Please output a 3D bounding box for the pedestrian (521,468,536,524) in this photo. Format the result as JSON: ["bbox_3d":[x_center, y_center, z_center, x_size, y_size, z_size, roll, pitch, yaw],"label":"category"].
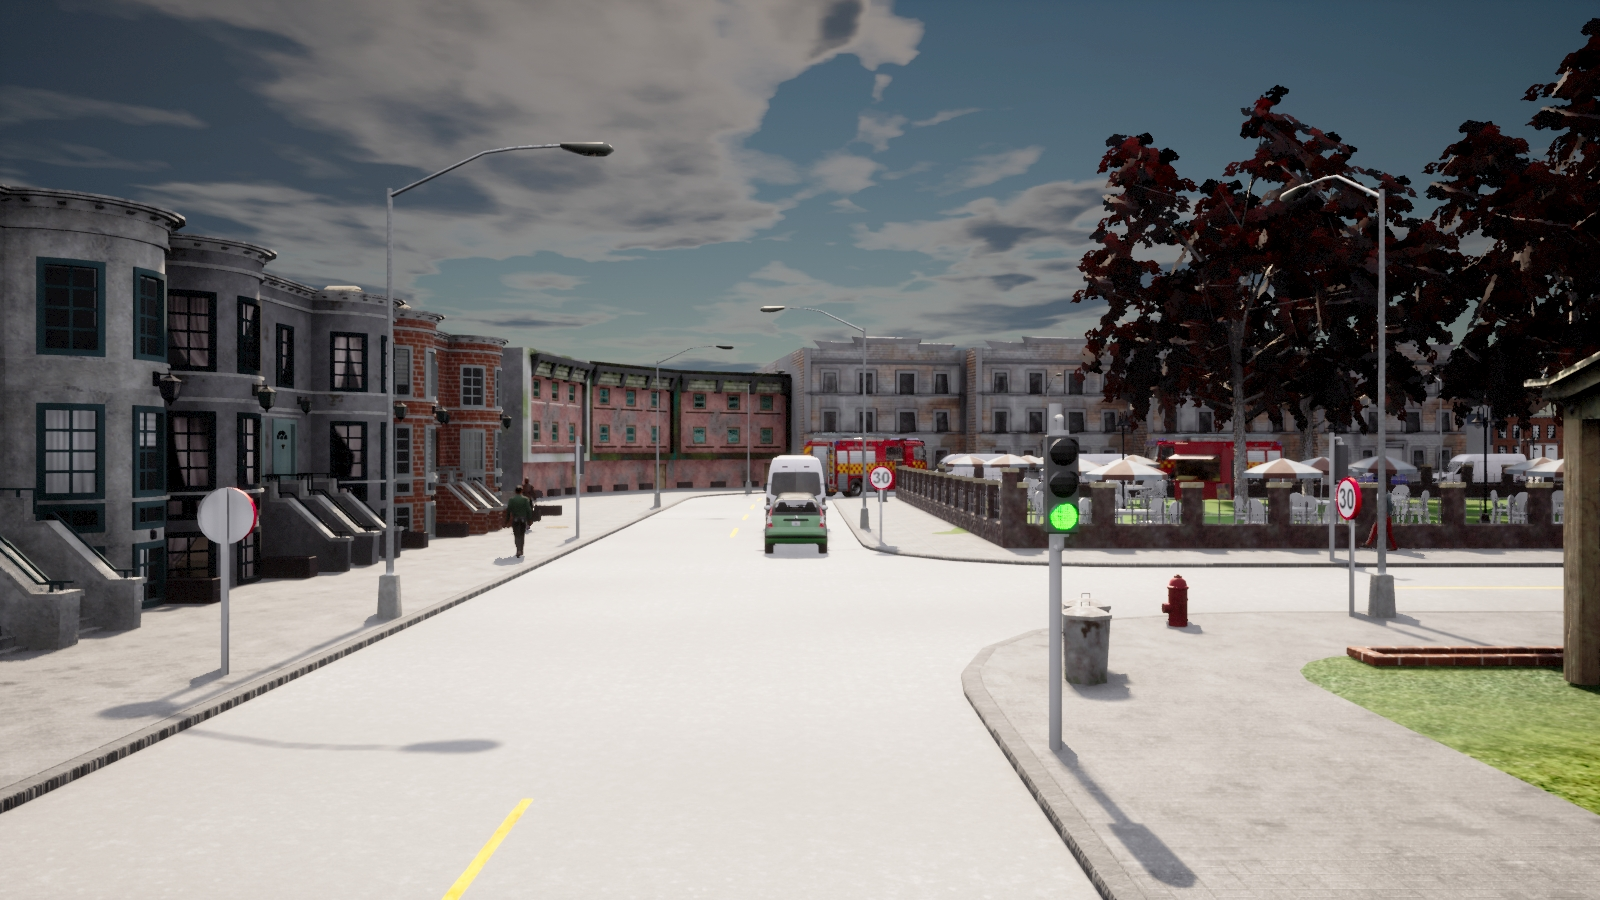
[{"bbox_3d":[-9.049,1.524,38.089,0.375,1.860,0.375,0,0,4],"label":"pedestrian"}]

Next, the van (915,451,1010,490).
[{"bbox_3d":[10.550,1.314,74.428,5.915,2.561,1.988,0,0,0],"label":"van"}]

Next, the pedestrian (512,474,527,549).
[{"bbox_3d":[-7.015,1.524,28.574,0.375,1.860,0.375,0,0,-12],"label":"pedestrian"}]

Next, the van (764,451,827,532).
[{"bbox_3d":[-0.147,1.315,39.074,1.988,2.561,5.915,0,0,0],"label":"van"}]

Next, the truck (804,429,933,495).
[{"bbox_3d":[4.295,0.672,70.228,8.468,3.827,2.891,0,0,-43],"label":"truck"}]

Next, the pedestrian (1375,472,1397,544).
[{"bbox_3d":[15.377,1.517,29.995,0.375,1.860,0.375,0,0,1],"label":"pedestrian"}]

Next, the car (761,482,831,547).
[{"bbox_3d":[-0.119,1.779,32.373,1.851,1.617,3.988,0,0,0],"label":"car"}]
